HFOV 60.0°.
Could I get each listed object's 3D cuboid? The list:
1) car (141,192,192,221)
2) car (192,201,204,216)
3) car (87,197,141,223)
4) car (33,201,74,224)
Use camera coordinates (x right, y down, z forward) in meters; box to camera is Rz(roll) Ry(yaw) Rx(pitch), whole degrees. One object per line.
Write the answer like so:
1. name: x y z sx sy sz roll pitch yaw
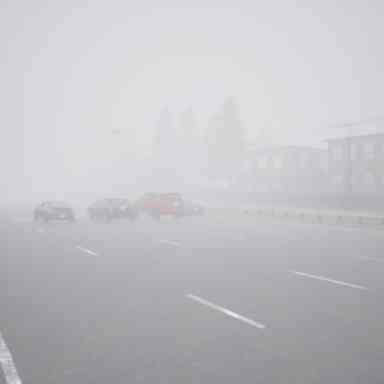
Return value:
1. car: -2.734 1.005 25.419 2.150 2.045 5.566 0 1 -37
2. car: -0.823 1.325 28.713 1.994 1.385 4.181 0 1 -37
3. car: -5.863 1.141 23.760 2.097 1.767 4.553 0 1 -37
4. car: -9.491 1.313 22.773 1.812 1.442 4.674 0 1 -37
